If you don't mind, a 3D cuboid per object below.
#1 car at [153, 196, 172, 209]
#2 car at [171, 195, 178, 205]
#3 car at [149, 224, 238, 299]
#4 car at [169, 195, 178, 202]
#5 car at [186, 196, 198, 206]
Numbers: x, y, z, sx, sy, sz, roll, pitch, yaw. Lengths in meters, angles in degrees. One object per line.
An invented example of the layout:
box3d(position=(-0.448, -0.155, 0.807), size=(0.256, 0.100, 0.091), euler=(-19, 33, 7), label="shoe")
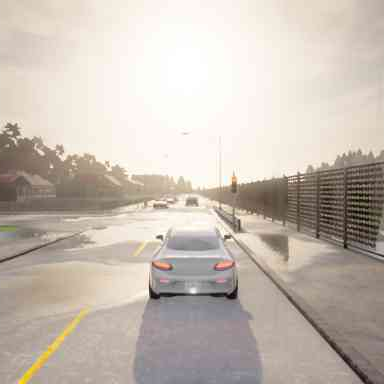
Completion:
box3d(position=(-4.198, 1.546, 45.264), size=(2.033, 1.411, 5.357), euler=(0, 0, 0), label="car")
box3d(position=(-4.205, 1.546, 60.530), size=(2.033, 1.411, 5.357), euler=(0, 0, 0), label="car")
box3d(position=(0.036, 1.526, 8.307), size=(1.812, 1.442, 4.674), euler=(0, 0, 0), label="car")
box3d(position=(-4.168, 1.475, 75.942), size=(1.882, 1.535, 5.008), euler=(0, 0, 0), label="car")
box3d(position=(-0.022, 1.476, 55.699), size=(1.882, 1.535, 5.008), euler=(0, 0, 0), label="car")
